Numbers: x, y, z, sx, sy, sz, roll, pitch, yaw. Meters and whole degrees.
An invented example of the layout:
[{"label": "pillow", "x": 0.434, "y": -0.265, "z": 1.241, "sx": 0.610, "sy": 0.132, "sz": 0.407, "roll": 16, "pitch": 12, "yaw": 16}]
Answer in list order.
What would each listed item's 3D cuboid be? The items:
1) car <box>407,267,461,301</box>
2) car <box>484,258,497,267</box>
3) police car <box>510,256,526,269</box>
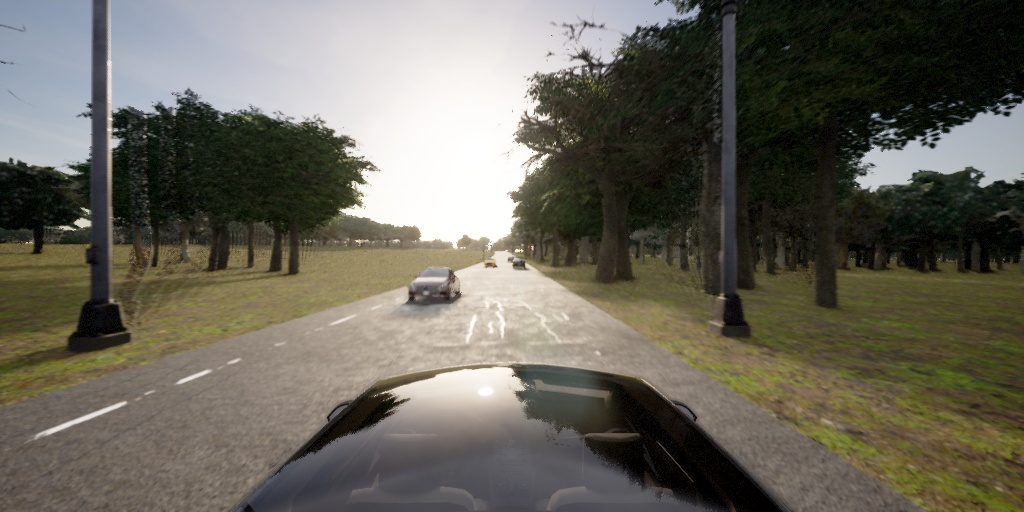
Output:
[{"label": "car", "x": -3.582, "y": 1.260, "z": 17.241, "sx": 1.812, "sy": 1.442, "sz": 4.674, "roll": 0, "pitch": 0, "yaw": 0}, {"label": "car", "x": -3.529, "y": 1.016, "z": 58.977, "sx": 1.882, "sy": 1.535, "sz": 5.008, "roll": 0, "pitch": 0, "yaw": 0}, {"label": "police car", "x": 1.058, "y": 1.006, "z": 53.331, "sx": 1.930, "sy": 1.638, "sz": 5.238, "roll": 0, "pitch": 0, "yaw": 0}]
